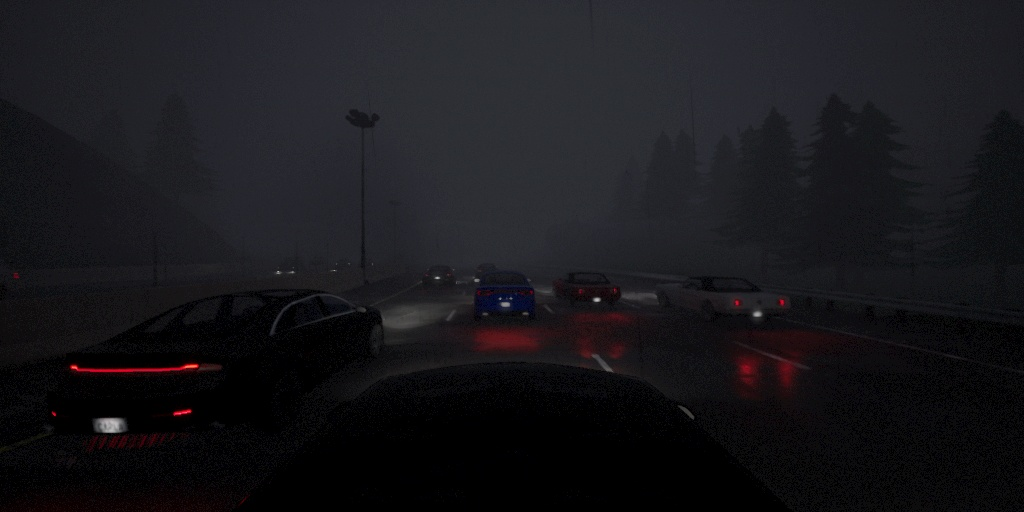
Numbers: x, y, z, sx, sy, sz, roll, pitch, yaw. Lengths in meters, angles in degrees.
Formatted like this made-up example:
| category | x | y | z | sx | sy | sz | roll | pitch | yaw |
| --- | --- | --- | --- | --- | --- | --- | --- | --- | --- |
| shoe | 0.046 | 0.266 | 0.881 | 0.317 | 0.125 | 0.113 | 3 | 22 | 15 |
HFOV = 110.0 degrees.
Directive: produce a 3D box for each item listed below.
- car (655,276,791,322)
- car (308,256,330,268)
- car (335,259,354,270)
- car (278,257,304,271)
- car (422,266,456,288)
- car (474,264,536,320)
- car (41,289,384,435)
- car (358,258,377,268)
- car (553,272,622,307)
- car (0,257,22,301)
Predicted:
| category | x | y | z | sx | sy | sz | roll | pitch | yaw |
| --- | --- | --- | --- | --- | --- | --- | --- | --- | --- |
| car | 6.736 | 1.337 | 12.224 | 1.895 | 1.301 | 4.718 | 0 | 0 | -3 |
| car | -28.311 | 0.778 | 52.576 | 2.097 | 1.767 | 4.553 | 0 | 0 | -16 |
| car | -24.947 | 1.183 | 53.547 | 2.097 | 1.767 | 4.553 | 0 | 0 | -16 |
| car | -31.656 | 1.142 | 51.548 | 2.150 | 2.045 | 5.566 | 0 | 0 | -16 |
| car | -4.811 | 1.324 | 24.101 | 1.994 | 1.385 | 4.181 | 0 | 0 | -6 |
| car | -0.312 | 1.228 | 12.673 | 1.882 | 1.535 | 5.008 | 0 | 0 | -3 |
| car | -3.529 | 1.249 | 5.527 | 2.128 | 1.511 | 4.902 | 0 | 0 | -1 |
| car | -20.925 | 1.144 | 51.949 | 2.097 | 1.767 | 4.553 | 0 | 0 | -15 |
| car | 3.026 | 1.345 | 15.592 | 1.895 | 1.301 | 4.718 | 0 | 0 | -4 |
| car | -21.512 | 1.016 | 12.581 | 2.150 | 2.045 | 5.566 | 0 | 0 | -4 |
